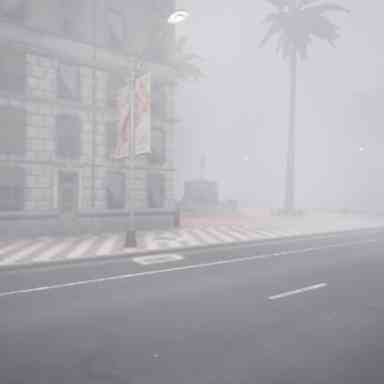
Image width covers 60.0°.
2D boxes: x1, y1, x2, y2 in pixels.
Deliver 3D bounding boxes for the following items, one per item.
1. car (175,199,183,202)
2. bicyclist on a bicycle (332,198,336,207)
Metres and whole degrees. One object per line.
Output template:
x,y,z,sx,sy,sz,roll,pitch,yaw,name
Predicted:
-1.201,1.866,63.435,5.008,1.535,1.882,1,0,7,car
26.642,1.931,62.311,0.582,1.620,1.656,0,0,42,bicyclist on a bicycle
